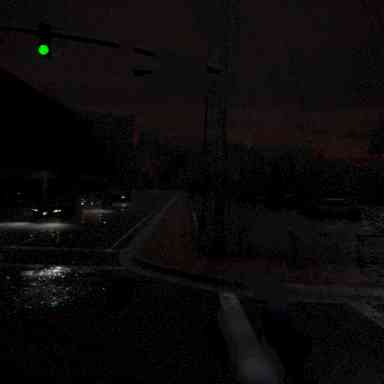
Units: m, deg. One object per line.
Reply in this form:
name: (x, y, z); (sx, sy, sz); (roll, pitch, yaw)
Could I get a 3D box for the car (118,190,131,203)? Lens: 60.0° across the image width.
car: (-8.797, 0.461, 41.403); (1.882, 1.535, 5.008); (2, 1, -1)

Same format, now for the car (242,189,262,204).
car: (8.880, 0.604, 42.638); (3.866, 1.878, 1.905); (2, 1, -1)

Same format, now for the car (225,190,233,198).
car: (8.144, 0.415, 64.118); (3.633, 1.501, 1.845); (2, 1, -1)

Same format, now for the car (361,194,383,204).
car: (34.279, 1.247, 61.557); (5.027, 1.636, 2.152); (2, 1, -1)

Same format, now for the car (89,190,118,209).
car: (-8.633, 0.719, 30.980); (1.837, 1.490, 4.892); (2, 1, -1)

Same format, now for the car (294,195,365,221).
car: (9.602, 1.196, 23.445); (3.806, 1.475, 1.970); (2, 1, -1)

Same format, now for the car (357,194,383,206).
car: (26.860, 1.262, 49.550); (3.633, 1.501, 1.845); (2, 1, -1)

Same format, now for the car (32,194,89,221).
car: (-8.440, 0.932, 21.368); (1.837, 1.490, 4.892); (2, 1, -1)

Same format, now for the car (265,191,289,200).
car: (15.622, 0.721, 61.300); (3.806, 1.475, 1.970); (2, 1, -1)

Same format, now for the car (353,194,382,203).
car: (34.160, 1.184, 64.692); (4.514, 1.523, 2.007); (2, 1, -1)

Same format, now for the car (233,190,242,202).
car: (8.406, 0.547, 45.534); (4.605, 1.855, 1.932); (2, 1, -1)

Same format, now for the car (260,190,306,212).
car: (9.147, 0.965, 29.851); (5.027, 1.636, 2.152); (2, 1, -1)
